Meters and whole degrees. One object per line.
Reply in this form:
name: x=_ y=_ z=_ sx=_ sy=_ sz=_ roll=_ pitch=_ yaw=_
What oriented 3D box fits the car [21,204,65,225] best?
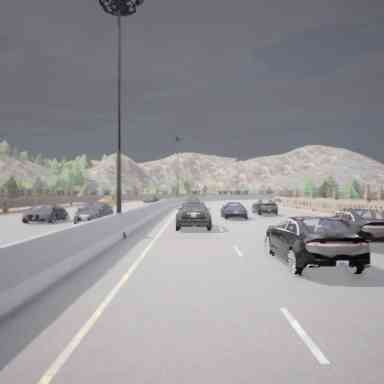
car: x=-10.596 y=1.564 z=24.242 sx=1.994 sy=1.385 sz=4.181 roll=0 pitch=0 yaw=0

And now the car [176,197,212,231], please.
car: x=0.098 y=1.353 z=20.856 sx=2.097 sy=1.767 sz=4.553 roll=0 pitch=0 yaw=0

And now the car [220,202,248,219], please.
car: x=3.598 y=1.565 z=28.924 sx=1.994 sy=1.385 sz=4.181 roll=0 pitch=0 yaw=0

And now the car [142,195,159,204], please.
car: x=-8.060 y=1.344 z=64.717 sx=2.097 sy=1.767 sz=4.553 roll=0 pitch=0 yaw=11

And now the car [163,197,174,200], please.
car: x=-4.400 y=1.608 z=65.174 sx=1.994 sy=1.385 sz=4.181 roll=0 pitch=0 yaw=13

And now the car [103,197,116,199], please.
car: x=-13.394 y=1.479 z=53.328 sx=1.882 sy=1.535 sz=5.008 roll=0 pitch=0 yaw=6

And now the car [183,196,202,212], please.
car: x=0.110 y=1.353 z=38.829 sx=2.097 sy=1.767 sz=4.553 roll=0 pitch=0 yaw=0

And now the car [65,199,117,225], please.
car: x=-7.097 y=1.492 z=24.337 sx=2.128 sy=1.511 sz=4.902 roll=0 pitch=0 yaw=0

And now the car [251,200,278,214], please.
car: x=7.098 y=1.493 z=32.749 sx=2.128 sy=1.511 sz=4.902 roll=0 pitch=0 yaw=0

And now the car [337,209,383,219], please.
car: x=7.099 y=1.492 z=14.498 sx=2.128 sy=1.511 sz=4.902 roll=0 pitch=0 yaw=0

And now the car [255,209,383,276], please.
car: x=3.599 y=1.492 z=10.375 sx=2.128 sy=1.511 sz=4.902 roll=0 pitch=0 yaw=0
